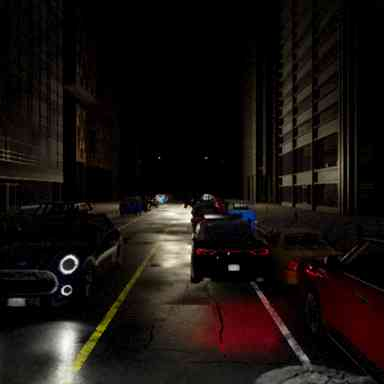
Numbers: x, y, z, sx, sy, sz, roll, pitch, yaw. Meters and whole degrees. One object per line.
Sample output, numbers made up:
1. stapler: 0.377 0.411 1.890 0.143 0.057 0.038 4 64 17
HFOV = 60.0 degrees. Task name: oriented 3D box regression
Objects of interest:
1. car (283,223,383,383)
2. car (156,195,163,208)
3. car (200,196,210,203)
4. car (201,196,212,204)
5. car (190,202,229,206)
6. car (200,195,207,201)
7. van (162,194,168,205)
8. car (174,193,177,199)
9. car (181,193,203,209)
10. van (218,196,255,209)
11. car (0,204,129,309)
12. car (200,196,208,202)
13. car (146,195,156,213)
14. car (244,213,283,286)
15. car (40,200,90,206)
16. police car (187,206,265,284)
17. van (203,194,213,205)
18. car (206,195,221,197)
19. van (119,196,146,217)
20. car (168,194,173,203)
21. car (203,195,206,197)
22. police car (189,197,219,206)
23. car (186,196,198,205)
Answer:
1. car: 2.765 1.315 3.458 2.192 1.841 5.009 0 0 0
2. car: -5.737 1.559 48.326 2.008 1.369 4.403 0 0 0
3. car: 2.799 1.582 70.768 1.947 1.339 4.313 0 0 0
4. car: 2.797 1.558 65.159 1.887 1.381 4.507 0 0 0
5. car: 0.910 1.528 19.630 1.812 1.442 4.674 0 0 0
6. car: 2.805 1.546 82.156 1.752 1.417 4.829 0 0 0
7. van: -5.731 1.353 59.545 1.690 1.788 3.998 0 0 0
8. car: -5.718 1.552 87.422 1.752 1.417 4.829 0 0 0
9. car: 0.049 1.229 46.101 2.150 2.045 5.566 0 0 1
10. van: 2.774 1.343 20.285 1.690 1.788 3.998 0 0 0
11. car: -3.096 1.352 8.117 2.097 1.767 4.553 0 0 0
12. car: 2.802 1.543 76.547 1.752 1.417 4.829 0 0 0
13. car: -5.743 1.320 37.107 2.192 1.841 5.009 0 0 0
14. car: 2.768 1.526 9.238 1.752 1.417 4.829 0 0 0
15. car: -5.754 1.316 14.669 2.192 1.841 5.009 0 0 0
16. police car: 0.905 1.426 9.740 1.930 1.638 5.238 0 0 0
17. van: 2.794 1.353 59.549 1.690 1.788 3.998 0 0 0
18. car: 2.780 1.319 31.504 2.192 1.841 5.009 0 0 0
19. van: -5.746 1.345 31.498 1.690 1.788 3.998 0 0 0
20. car: -5.726 1.456 70.764 1.967 1.590 4.097 0 0 0
21. car: 2.788 1.448 48.331 1.967 1.590 4.097 0 0 0
22. police car: 0.913 1.428 25.740 1.930 1.638 5.238 0 0 0
23. car: 0.031 1.504 60.799 2.128 1.511 4.902 0 0 0
